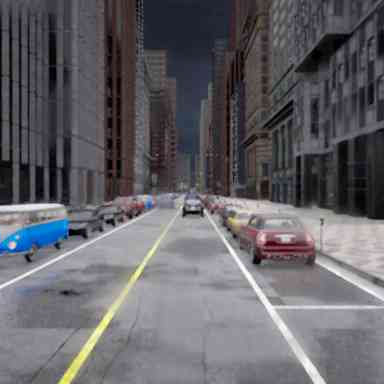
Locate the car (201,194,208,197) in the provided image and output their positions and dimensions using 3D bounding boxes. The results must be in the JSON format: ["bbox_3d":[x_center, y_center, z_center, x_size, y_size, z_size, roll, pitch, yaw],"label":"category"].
[{"bbox_3d":[2.771,1.274,45.525,2.192,1.841,5.009,0,0,0],"label":"car"}]

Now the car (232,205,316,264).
[{"bbox_3d":[2.763,1.429,11.707,1.967,1.590,4.097,0,0,0],"label":"car"}]

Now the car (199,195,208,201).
[{"bbox_3d":[2.779,1.498,79.342,1.947,1.339,4.313,0,0,0],"label":"car"}]

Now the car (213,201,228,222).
[{"bbox_3d":[2.766,1.530,22.979,2.008,1.369,4.403,0,0,0],"label":"car"}]

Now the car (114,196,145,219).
[{"bbox_3d":[-5.758,1.288,28.607,2.192,1.841,5.009,0,0,0],"label":"car"}]

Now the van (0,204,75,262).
[{"bbox_3d":[-5.762,1.330,11.697,1.690,1.788,3.998,0,0,0],"label":"van"}]

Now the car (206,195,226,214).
[{"bbox_3d":[2.768,1.409,34.251,1.967,1.590,4.097,0,0,0],"label":"car"}]

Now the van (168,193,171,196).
[{"bbox_3d":[-5.749,1.280,68.064,1.690,1.788,3.998,0,0,0],"label":"van"}]

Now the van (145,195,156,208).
[{"bbox_3d":[-5.756,1.304,39.881,1.690,1.788,3.998,0,0,0],"label":"van"}]

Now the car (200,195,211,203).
[{"bbox_3d":[2.776,1.379,68.069,1.967,1.590,4.097,0,0,0],"label":"car"}]

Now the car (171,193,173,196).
[{"bbox_3d":[-5.747,1.460,73.531,1.752,1.417,4.829,0,0,0],"label":"car"}]

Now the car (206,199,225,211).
[{"bbox_3d":[2.770,1.530,39.888,1.947,1.339,4.313,0,0,0],"label":"car"}]

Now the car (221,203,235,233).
[{"bbox_3d":[2.765,1.509,17.513,1.752,1.417,4.829,0,0,0],"label":"car"}]

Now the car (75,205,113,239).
[{"bbox_3d":[-5.760,1.549,17.334,1.947,1.339,4.313,0,0,0],"label":"car"}]

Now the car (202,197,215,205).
[{"bbox_3d":[2.774,1.515,56.798,1.947,1.339,4.313,0,0,0],"label":"car"}]

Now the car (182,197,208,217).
[{"bbox_3d":[0.104,1.474,31.323,2.163,1.488,4.792,0,0,0],"label":"car"}]

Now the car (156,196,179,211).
[{"bbox_3d":[-3.075,1.510,41.306,2.033,1.411,5.357,0,0,0],"label":"car"}]

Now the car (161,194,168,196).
[{"bbox_3d":[-5.751,1.389,56.791,1.967,1.590,4.097,0,0,0],"label":"car"}]

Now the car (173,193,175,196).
[{"bbox_3d":[-5.746,1.482,79.337,2.008,1.369,4.403,0,0,0],"label":"car"}]

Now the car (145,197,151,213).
[{"bbox_3d":[-5.756,1.513,34.244,1.887,1.381,4.507,0,0,0],"label":"car"}]

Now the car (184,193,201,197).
[{"bbox_3d":[0.024,1.181,46.615,2.150,2.045,5.566,0,0,0],"label":"car"}]

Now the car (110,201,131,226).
[{"bbox_3d":[-5.759,1.544,22.971,1.947,1.339,4.313,0,0,0],"label":"car"}]

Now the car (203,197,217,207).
[{"bbox_3d":[2.773,1.498,51.161,1.887,1.381,4.507,0,0,0],"label":"car"}]
